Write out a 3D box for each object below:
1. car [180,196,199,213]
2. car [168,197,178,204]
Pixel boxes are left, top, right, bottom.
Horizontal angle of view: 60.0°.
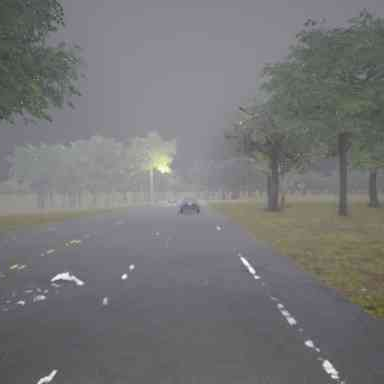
[{"bbox_3d":[-0.250,1.382,38.317,2.097,1.767,4.553,0,0,0],"label":"car"},{"bbox_3d":[-3.952,1.711,68.105,2.128,1.511,4.902,0,0,0],"label":"car"}]
